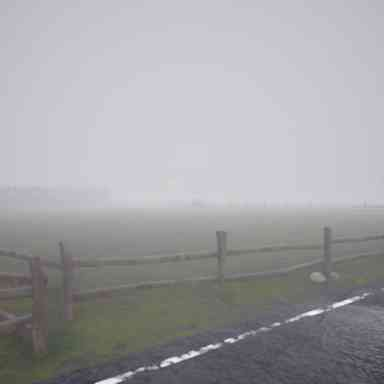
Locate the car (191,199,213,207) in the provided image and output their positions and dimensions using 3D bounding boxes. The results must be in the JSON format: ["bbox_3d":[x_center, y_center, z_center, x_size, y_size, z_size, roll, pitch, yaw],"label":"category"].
[{"bbox_3d":[1.933,2.057,64.731,2.097,1.767,4.553,1,-1,-43],"label":"car"}]

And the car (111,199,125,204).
[{"bbox_3d":[-20.707,2.594,92.625,1.895,1.301,4.718,1,-1,-44],"label":"car"}]
